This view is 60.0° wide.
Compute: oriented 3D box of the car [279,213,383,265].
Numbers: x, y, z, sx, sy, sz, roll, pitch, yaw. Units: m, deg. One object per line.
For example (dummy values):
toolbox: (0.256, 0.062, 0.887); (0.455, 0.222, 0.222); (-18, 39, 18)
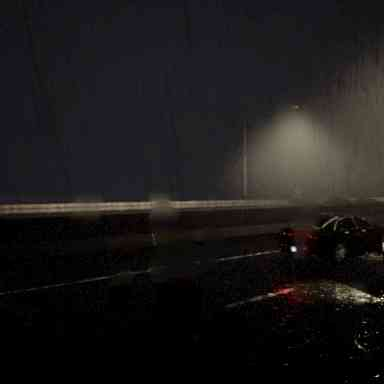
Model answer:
car: (5.138, 1.491, 11.681); (4.892, 1.490, 1.837); (-1, 0, -35)

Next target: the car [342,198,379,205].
car: (20.249, 1.471, 39.342); (4.892, 1.490, 1.837); (0, 0, -34)

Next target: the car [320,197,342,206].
car: (18.329, 1.471, 42.267); (4.892, 1.490, 1.837); (0, 0, -34)
